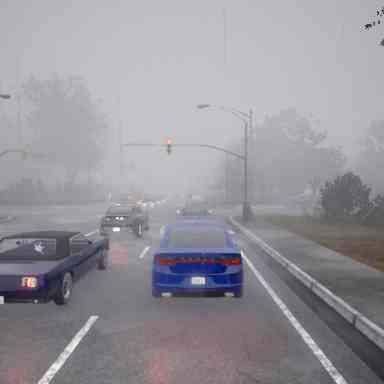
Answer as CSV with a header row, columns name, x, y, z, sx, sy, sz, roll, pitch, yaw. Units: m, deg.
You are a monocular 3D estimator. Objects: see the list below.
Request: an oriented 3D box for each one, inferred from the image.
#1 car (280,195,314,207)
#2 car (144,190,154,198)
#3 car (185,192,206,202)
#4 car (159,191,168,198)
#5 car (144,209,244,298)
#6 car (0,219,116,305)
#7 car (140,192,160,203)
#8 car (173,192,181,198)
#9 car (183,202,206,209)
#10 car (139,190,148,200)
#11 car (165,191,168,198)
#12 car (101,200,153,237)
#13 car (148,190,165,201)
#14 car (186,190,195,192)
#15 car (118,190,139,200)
name,x,y,z,sx,sy,sz,roll,pitch,yaw
car,13.780,1.179,42.787,4.892,1.490,1.837,0,0,-3
car,-10.774,0.445,84.223,2.150,2.045,5.566,0,1,-3
car,0.618,1.153,48.171,1.812,1.442,4.674,-2,1,-18
car,-7.284,0.571,84.521,2.097,1.767,4.553,0,1,-3
car,0.116,1.446,8.531,1.882,1.535,5.008,0,0,0
car,-3.385,1.573,7.986,1.895,1.301,4.718,0,0,0
car,-6.995,1.127,55.454,1.994,1.385,4.181,0,1,0
car,-3.839,0.741,85.603,2.033,1.411,5.357,0,1,-4
car,0.130,1.458,17.513,1.994,1.385,4.181,0,0,0
car,-10.449,0.709,63.428,2.150,2.045,5.566,0,1,0
car,-6.968,0.957,74.287,1.895,1.301,4.718,0,1,-1
car,-3.370,1.402,17.237,1.837,1.490,4.892,0,0,0
car,-6.951,0.956,64.262,1.882,1.535,5.008,0,1,0
car,-0.322,0.419,85.404,2.150,2.045,5.566,0,1,-4
car,-10.524,0.930,53.845,2.097,1.767,4.553,0,0,1
